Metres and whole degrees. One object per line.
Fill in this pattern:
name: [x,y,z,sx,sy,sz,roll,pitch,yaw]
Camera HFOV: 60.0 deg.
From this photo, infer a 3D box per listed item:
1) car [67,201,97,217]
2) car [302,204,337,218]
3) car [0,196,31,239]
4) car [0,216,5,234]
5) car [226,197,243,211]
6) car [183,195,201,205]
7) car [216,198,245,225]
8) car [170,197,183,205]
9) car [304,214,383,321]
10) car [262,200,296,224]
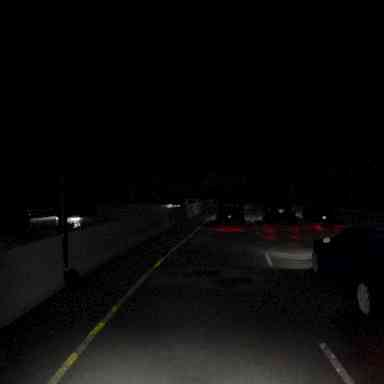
car: [-10.531,1.524,31.129,1.994,1.385,4.181,0,0,8]
car: [10.325,1.622,27.308,1.895,1.301,4.718,0,0,8]
car: [-9.412,1.190,14.430,2.150,2.045,5.566,0,0,8]
car: [-6.626,1.504,7.436,1.812,1.442,4.674,0,0,5]
car: [5.440,1.495,42.276,2.128,1.511,4.902,0,0,8]
car: [0.266,1.350,56.001,2.097,1.767,4.553,0,0,9]
car: [2.830,1.478,24.362,1.882,1.535,5.008,0,0,8]
car: [-2.671,1.546,60.058,1.882,1.535,5.008,0,-1,8]
car: [4.103,1.487,7.230,1.882,1.535,5.008,0,0,5]
car: [6.474,1.363,25.101,2.097,1.767,4.553,0,0,8]
